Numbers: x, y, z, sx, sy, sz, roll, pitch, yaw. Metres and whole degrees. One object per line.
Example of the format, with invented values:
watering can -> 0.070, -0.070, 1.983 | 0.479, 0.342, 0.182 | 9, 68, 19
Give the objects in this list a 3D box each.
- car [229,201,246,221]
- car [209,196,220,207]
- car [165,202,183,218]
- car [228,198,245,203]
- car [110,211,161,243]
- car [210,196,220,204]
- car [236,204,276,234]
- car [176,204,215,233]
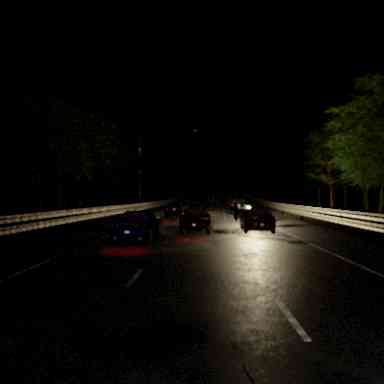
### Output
car -> 5.028, 1.960, 32.605 | 2.128, 1.511, 4.902 | 0, -1, 5
car -> 4.196, 1.979, 63.307 | 1.882, 1.535, 5.008 | 0, 1, 6
car -> -1.601, 1.860, 35.879 | 2.097, 1.767, 4.553 | 0, -1, 5
car -> 5.968, 1.807, 43.589 | 2.150, 2.045, 5.566 | 0, 0, 5
car -> -2.869, 1.729, 17.777 | 1.882, 1.535, 5.008 | 0, -1, 3
car -> 5.175, 1.750, 75.551 | 2.128, 1.511, 4.902 | 0, 2, 5
car -> 4.229, 1.792, 21.850 | 1.882, 1.535, 5.008 | 0, -1, 3
car -> 0.353, 1.790, 21.928 | 1.882, 1.535, 5.008 | 0, -1, 5
